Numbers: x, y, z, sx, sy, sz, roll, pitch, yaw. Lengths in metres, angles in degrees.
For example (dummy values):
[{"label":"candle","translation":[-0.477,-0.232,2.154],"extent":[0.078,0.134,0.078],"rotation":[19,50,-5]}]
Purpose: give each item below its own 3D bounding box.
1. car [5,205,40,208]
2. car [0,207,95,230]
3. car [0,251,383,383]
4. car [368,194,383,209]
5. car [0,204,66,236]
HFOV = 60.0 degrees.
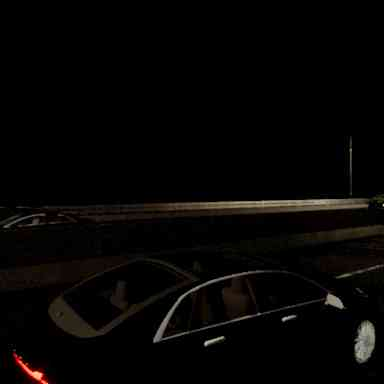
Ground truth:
[{"label":"car","translation":[-8.559,1.477,15.084],"extent":[5.008,1.535,1.882],"rotation":[0,0,-36]},{"label":"car","translation":[-6.055,1.491,12.570],"extent":[4.902,1.511,2.128],"rotation":[0,0,-36]},{"label":"car","translation":[0.456,1.504,4.072],"extent":[4.892,1.490,1.837],"rotation":[0,0,-36]},{"label":"car","translation":[25.316,1.228,43.511],"extent":[5.566,2.045,2.150],"rotation":[0,0,-35]},{"label":"car","translation":[-9.811,1.491,18.488],"extent":[4.902,1.511,2.128],"rotation":[0,0,-36]}]
